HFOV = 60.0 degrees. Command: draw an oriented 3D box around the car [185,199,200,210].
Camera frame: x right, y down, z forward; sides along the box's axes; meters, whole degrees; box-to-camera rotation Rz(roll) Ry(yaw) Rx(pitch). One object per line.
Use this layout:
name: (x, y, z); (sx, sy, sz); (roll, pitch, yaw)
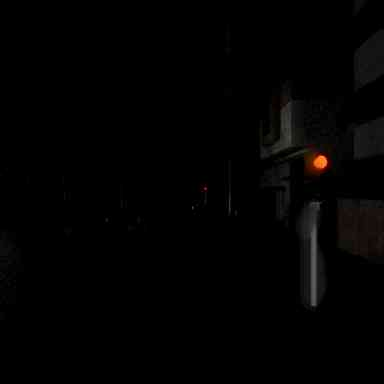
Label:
car: (0.033, 1.600, 43.237); (1.895, 1.301, 4.718); (0, 0, 0)

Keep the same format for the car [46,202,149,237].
car: (-5.060, 1.477, 17.768); (5.008, 1.535, 1.882); (0, 0, -16)

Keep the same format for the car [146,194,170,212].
car: (-4.154, 1.221, 39.647); (2.150, 2.045, 5.566); (0, 0, 0)
